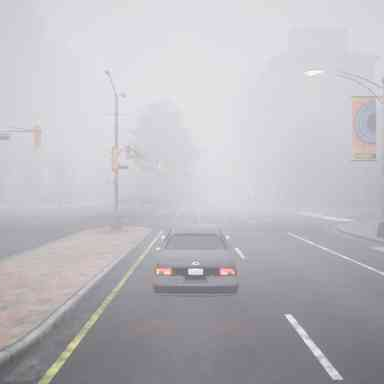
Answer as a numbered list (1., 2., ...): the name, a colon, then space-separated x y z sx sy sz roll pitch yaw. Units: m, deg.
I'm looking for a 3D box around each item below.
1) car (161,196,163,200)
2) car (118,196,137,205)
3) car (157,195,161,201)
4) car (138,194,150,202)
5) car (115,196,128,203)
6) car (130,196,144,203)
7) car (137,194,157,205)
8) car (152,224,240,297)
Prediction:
1. car: -7.896 1.500 77.779 1.837 1.490 4.892 0 0 0
2. car: -11.489 1.491 59.616 2.128 1.511 4.902 0 0 0
3. car: -7.928 1.526 67.449 1.812 1.442 4.674 0 0 1
4. car: -11.394 1.355 79.549 2.097 1.767 4.553 0 0 0
5. car: -14.657 1.595 69.419 1.895 1.301 4.718 0 0 0
6. car: -11.407 1.525 69.537 2.128 1.511 4.902 0 0 0
7. car: -7.994 1.564 58.932 1.994 1.385 4.181 0 0 1
8. car: 0.086 1.547 8.771 2.033 1.411 5.357 0 0 0
